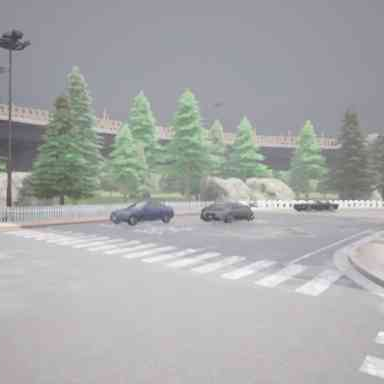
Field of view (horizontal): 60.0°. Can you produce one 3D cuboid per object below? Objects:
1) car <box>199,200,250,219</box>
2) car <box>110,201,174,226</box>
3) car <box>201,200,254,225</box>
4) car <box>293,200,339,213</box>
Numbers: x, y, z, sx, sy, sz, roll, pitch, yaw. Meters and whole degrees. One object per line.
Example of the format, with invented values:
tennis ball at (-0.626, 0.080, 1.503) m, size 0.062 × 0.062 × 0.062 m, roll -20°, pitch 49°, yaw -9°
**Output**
car at (2.840, 1.400, 28.301) m, size 4.181 × 1.385 × 1.994 m, roll 0°, pitch 0°, yaw -42°
car at (-3.168, 1.348, 21.910) m, size 1.812 × 1.442 × 4.674 m, roll 1°, pitch 0°, yaw 41°
car at (2.546, 1.422, 23.155) m, size 1.994 × 1.385 × 4.181 m, roll 1°, pitch 0°, yaw 43°
car at (13.058, 1.478, 35.176) m, size 4.718 × 1.301 × 1.895 m, roll 0°, pitch 0°, yaw -22°
